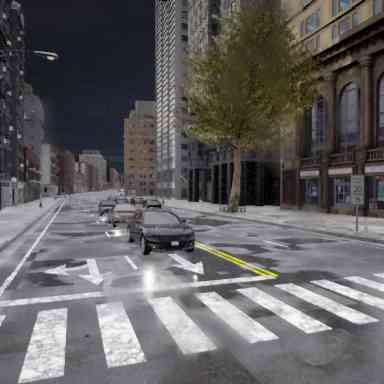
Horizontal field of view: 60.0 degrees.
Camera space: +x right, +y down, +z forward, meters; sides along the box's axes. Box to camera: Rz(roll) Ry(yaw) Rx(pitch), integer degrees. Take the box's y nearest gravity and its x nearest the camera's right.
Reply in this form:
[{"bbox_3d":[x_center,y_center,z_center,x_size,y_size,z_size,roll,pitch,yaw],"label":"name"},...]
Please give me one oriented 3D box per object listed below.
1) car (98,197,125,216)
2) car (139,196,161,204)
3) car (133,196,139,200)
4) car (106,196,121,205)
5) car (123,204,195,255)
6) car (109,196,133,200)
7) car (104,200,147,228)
[{"bbox_3d":[-8.173,1.496,32.432,2.033,1.411,5.357,0,0,-19],"label":"car"},{"bbox_3d":[-5.403,1.470,44.367,1.994,1.385,4.181,0,0,-19],"label":"car"},{"bbox_3d":[-8.842,1.351,53.765,2.128,1.511,4.902,0,0,-20],"label":"car"},{"bbox_3d":[-13.852,1.379,58.379,2.033,1.411,5.357,0,0,-19],"label":"car"},{"bbox_3d":[-1.417,1.466,13.609,1.882,1.535,5.008,0,0,-20],"label":"car"},{"bbox_3d":[-10.484,1.372,49.019,2.128,1.511,4.902,0,0,-20],"label":"car"},{"bbox_3d":[-4.593,1.501,22.449,1.812,1.442,4.674,0,0,-20],"label":"car"}]
